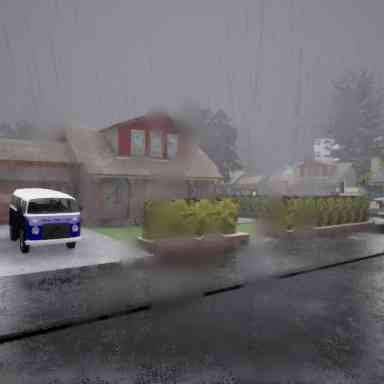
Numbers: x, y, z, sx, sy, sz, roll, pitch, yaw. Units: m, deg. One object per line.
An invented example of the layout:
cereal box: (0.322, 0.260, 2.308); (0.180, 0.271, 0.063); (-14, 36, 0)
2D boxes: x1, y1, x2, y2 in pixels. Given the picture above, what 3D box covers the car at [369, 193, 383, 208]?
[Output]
car: (23.733, 0.986, 40.840); (3.866, 1.878, 1.905); (0, 0, -1)
